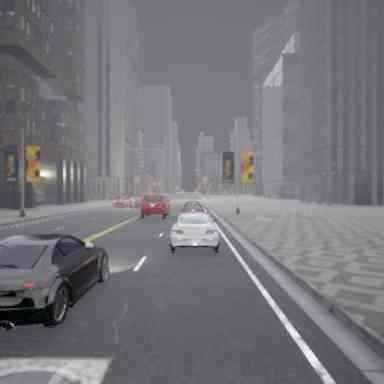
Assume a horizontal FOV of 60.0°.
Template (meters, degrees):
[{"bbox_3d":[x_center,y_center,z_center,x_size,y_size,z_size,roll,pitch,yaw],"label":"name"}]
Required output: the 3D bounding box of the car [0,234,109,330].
[{"bbox_3d":[-3.154,1.567,7.039,1.994,1.385,4.181,0,0,0],"label":"car"}]

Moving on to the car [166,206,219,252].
[{"bbox_3d":[0.095,1.529,13.753,1.812,1.442,4.674,0,0,0],"label":"car"}]

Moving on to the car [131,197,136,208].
[{"bbox_3d":[-6.605,1.183,46.548,2.150,2.045,5.566,0,0,0],"label":"car"}]

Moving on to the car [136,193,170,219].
[{"bbox_3d":[-3.163,1.209,29.300,2.150,2.045,5.566,0,0,0],"label":"car"}]

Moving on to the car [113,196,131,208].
[{"bbox_3d":[-9.850,1.311,47.579,2.097,1.767,4.553,0,0,0],"label":"car"}]

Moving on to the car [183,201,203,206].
[{"bbox_3d":[0.086,1.550,30.728,1.994,1.385,4.181,0,0,0],"label":"car"}]
